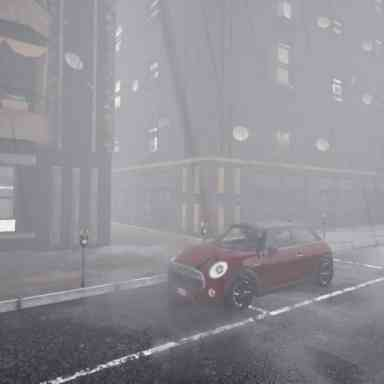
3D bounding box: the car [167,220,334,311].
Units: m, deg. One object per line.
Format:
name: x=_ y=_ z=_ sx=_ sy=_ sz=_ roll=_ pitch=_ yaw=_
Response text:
car: x=1.426 y=1.442 z=7.722 sx=4.097 sy=1.590 sz=1.967 roll=0 pitch=1 yaw=-36
